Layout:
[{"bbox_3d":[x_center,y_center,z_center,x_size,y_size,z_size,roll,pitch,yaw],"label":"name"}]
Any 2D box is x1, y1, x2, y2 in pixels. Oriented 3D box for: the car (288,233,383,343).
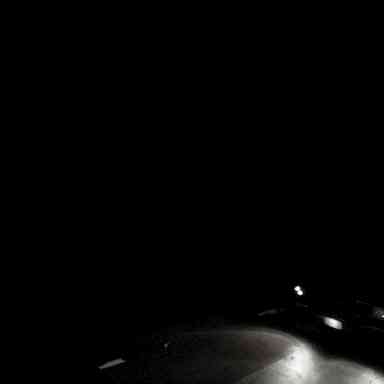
[{"bbox_3d":[4.226,1.517,6.424,5.357,1.411,2.033,0,0,-36],"label":"car"}]
